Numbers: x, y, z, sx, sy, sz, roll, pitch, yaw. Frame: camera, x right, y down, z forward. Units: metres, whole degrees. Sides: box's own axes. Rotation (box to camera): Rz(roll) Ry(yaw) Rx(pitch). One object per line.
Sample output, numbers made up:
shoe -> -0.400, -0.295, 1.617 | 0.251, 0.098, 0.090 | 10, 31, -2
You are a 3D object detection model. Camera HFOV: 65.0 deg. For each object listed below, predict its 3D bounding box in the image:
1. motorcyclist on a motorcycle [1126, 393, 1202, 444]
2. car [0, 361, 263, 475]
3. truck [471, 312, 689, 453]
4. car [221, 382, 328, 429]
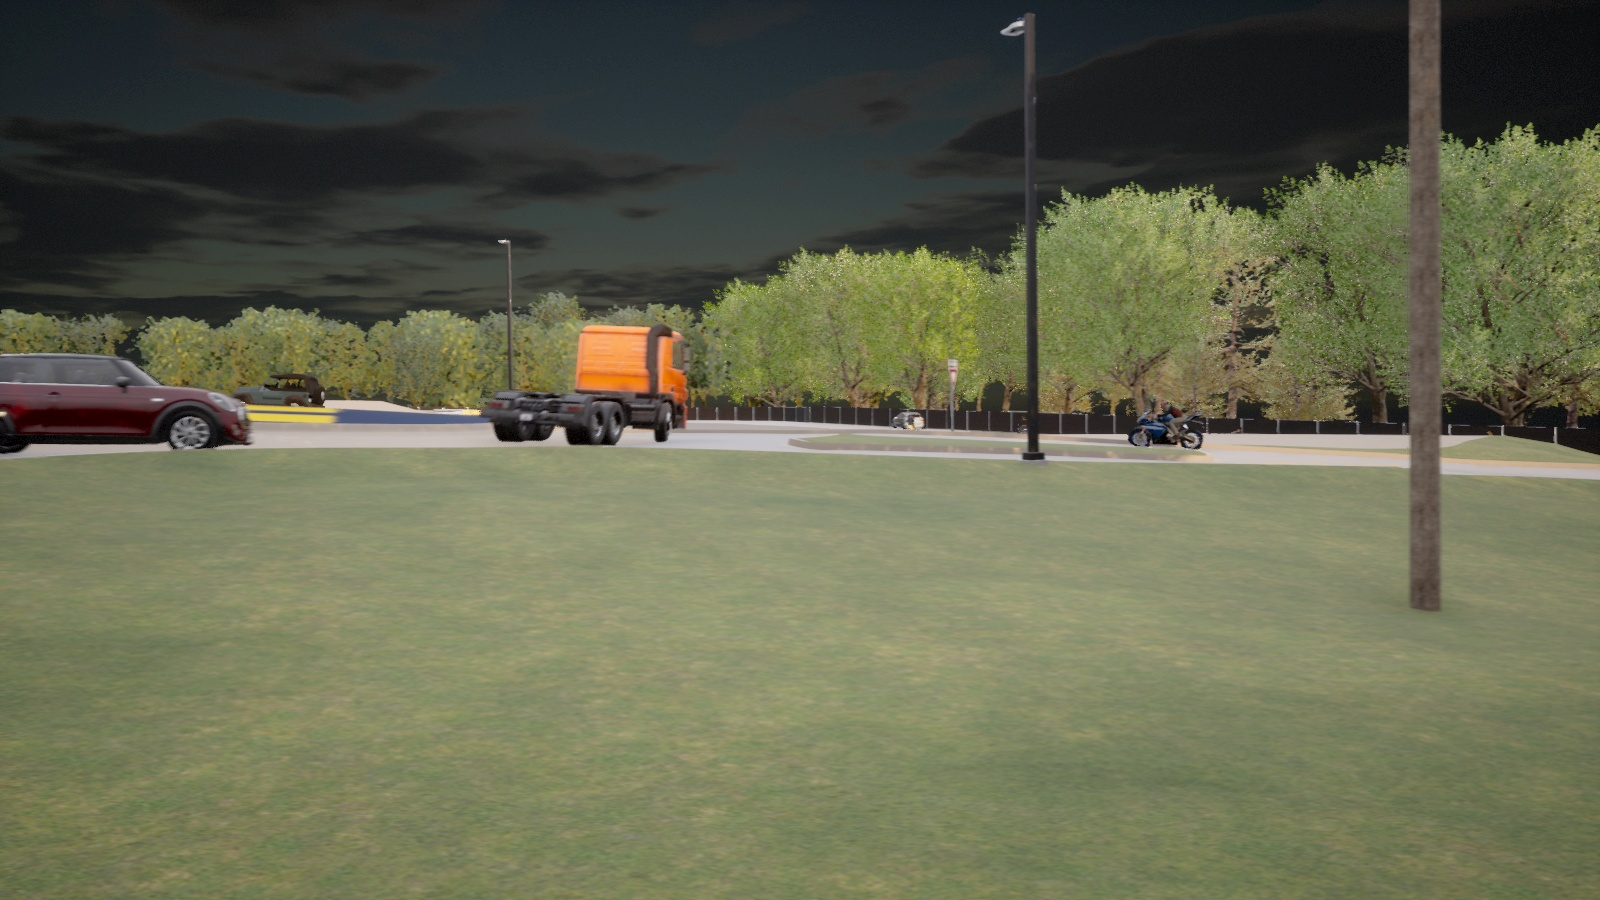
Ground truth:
motorcyclist on a motorcycle -> 11.313, -0.993, 39.040 | 2.191, 1.530, 0.866 | 2, 2, 16
car -> -11.558, -0.541, 21.028 | 4.553, 1.767, 2.097 | -1, 1, -19
truck -> -5.880, -1.831, 35.238 | 2.891, 3.462, 7.936 | 2, 2, 15
car -> -22.912, -1.934, 54.865 | 3.866, 1.878, 1.905 | 1, -1, -2
